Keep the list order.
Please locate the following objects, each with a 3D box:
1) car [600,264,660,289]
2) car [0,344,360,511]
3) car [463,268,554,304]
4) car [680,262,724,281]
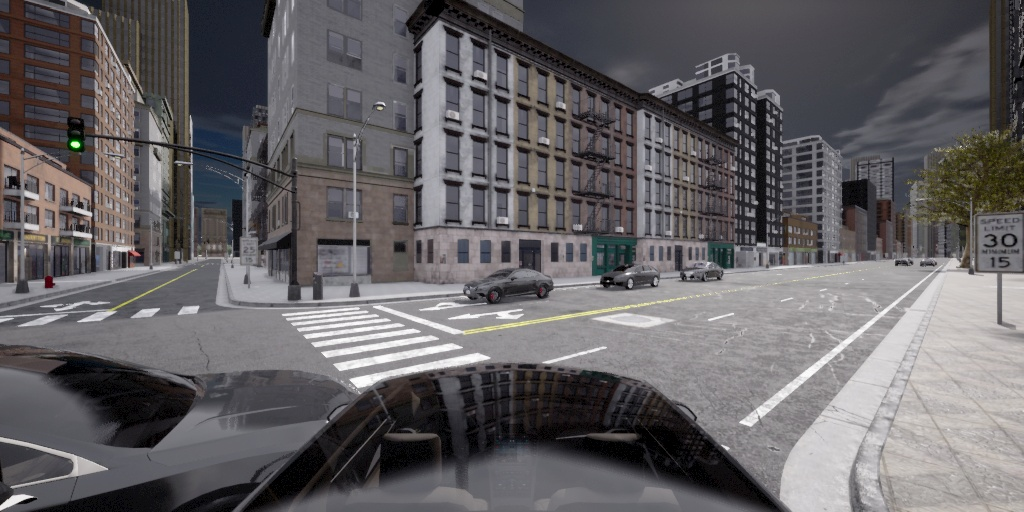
[{"bbox_3d":[7.629,1.258,22.972,4.892,1.490,1.837,0,0,-39],"label":"car"},{"bbox_3d":[-3.224,1.257,1.765,4.892,1.490,1.837,0,0,-35],"label":"car"},{"bbox_3d":[-0.056,1.286,16.740,4.674,1.442,1.812,0,0,-39],"label":"car"},{"bbox_3d":[15.633,1.235,29.451,4.902,1.511,2.128,0,0,-39],"label":"car"}]
